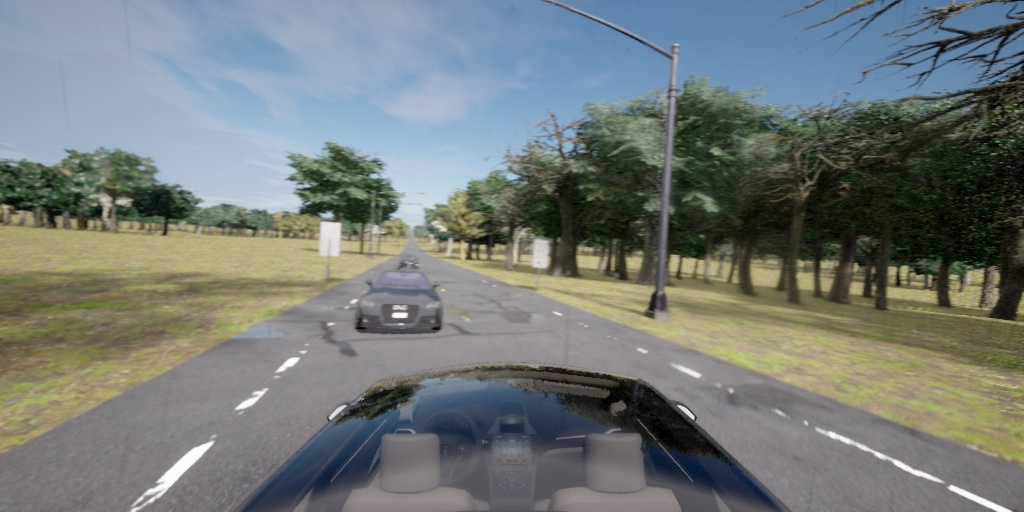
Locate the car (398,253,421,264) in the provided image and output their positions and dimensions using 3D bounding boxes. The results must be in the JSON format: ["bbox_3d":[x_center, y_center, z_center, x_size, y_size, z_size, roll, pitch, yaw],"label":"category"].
[{"bbox_3d":[-10.523,0.482,36.669,1.837,1.490,4.892,4,0,-16],"label":"car"}]

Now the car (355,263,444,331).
[{"bbox_3d":[-3.014,1.091,9.892,1.994,1.385,4.181,4,0,-16],"label":"car"}]
